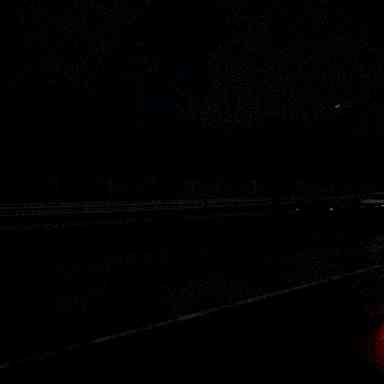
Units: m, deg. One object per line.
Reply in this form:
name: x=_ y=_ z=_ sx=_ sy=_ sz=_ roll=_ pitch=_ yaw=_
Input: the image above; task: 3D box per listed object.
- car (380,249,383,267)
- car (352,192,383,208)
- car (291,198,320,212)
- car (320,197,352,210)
car: x=6.960 y=1.563 z=8.639 sx=4.718 sy=1.301 sz=1.895 roll=0 pitch=0 yaw=-35
car: x=16.264 y=1.001 z=28.022 sx=5.566 sy=2.045 sz=2.150 roll=-1 pitch=0 yaw=-34
car: x=12.497 y=1.321 z=33.927 sx=5.357 sy=1.411 sz=2.033 roll=-1 pitch=0 yaw=-34
car: x=14.448 y=1.281 z=31.010 sx=4.892 sy=1.490 sz=1.837 roll=-1 pitch=0 yaw=-34
